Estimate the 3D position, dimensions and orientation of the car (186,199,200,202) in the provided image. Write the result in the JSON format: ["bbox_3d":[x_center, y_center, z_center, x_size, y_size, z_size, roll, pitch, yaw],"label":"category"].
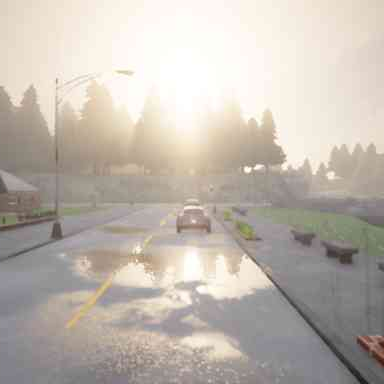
[{"bbox_3d":[0.093,1.446,31.565,1.837,1.490,4.892,0,0,0],"label":"car"}]

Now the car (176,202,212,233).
[{"bbox_3d":[0.096,1.527,19.563,1.994,1.385,4.181,0,0,0],"label":"car"}]
